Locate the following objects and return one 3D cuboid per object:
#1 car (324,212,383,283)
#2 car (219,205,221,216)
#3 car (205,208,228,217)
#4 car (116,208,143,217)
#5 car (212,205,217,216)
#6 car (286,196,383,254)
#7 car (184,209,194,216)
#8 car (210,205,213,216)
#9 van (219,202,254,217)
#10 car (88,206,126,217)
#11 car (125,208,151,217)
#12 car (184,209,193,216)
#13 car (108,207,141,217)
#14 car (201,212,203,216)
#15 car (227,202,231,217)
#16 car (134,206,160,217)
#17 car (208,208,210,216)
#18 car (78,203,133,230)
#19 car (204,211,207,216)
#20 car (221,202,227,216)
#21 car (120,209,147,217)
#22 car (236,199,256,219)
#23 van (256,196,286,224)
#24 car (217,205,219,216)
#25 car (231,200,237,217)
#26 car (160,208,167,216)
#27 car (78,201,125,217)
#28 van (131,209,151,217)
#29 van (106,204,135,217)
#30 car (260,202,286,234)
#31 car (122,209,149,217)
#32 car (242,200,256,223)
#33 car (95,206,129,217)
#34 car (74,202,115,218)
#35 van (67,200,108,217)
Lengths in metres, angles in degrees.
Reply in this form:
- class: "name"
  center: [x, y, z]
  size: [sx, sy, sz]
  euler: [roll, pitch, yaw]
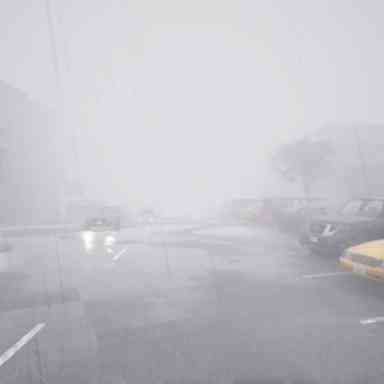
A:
- class: "car"
  center: [6.232, 1.423, 8.311]
  size: [5.366, 1.575, 1.946]
  euler: [1, 0, -20]
- class: "car"
  center: [6.181, 2.312, 40.565]
  size: [4.674, 1.452, 2.002]
  euler: [2, -4, -21]
- class: "car"
  center: [5.568, 4.722, 75.687]
  size: [4.553, 1.767, 2.185]
  euler: [3, -6, -21]
- class: "car"
  center: [-11.955, 3.946, 63.644]
  size: [4.792, 1.488, 2.163]
  euler: [1, -5, -21]
- class: "car"
  center: [6.070, 2.836, 49.358]
  size: [5.008, 1.535, 2.097]
  euler: [2, -4, -21]
- class: "car"
  center: [6.375, 1.160, 11.301]
  size: [5.566, 2.045, 2.435]
  euler: [1, 0, -20]
- class: "car"
  center: [-0.600, 4.074, 64.535]
  size: [1.895, 1.301, 4.718]
  euler: [0, -4, -1]
- class: "car"
  center: [5.947, 3.114, 55.213]
  size: [4.553, 1.767, 2.185]
  euler: [2, -5, -21]
- class: "van"
  center: [6.214, 2.421, 46.487]
  size: [4.442, 1.987, 1.878]
  euler: [2, -4, -21]
- class: "car"
  center: [-11.729, 2.661, 45.708]
  size: [4.792, 1.488, 2.163]
  euler: [1, -4, -21]
- class: "car"
  center: [-12.245, 4.644, 75.567]
  size: [5.566, 2.045, 2.435]
  euler: [1, -5, -21]
- class: "car"
  center: [-0.797, 4.644, 74.547]
  size: [2.128, 1.511, 4.902]
  euler: [0, -5, -1]
- class: "car"
  center: [-11.707, 3.463, 57.736]
  size: [5.366, 1.575, 1.946]
  euler: [1, -5, -21]
- class: "car"
  center: [5.439, 5.234, 81.529]
  size: [4.553, 1.767, 2.185]
  euler: [3, -6, -21]
- class: "car"
  center: [6.277, 1.804, 31.796]
  size: [5.008, 1.535, 2.097]
  euler: [2, -3, -21]
- class: "car"
  center: [-5.331, 2.346, 40.209]
  size: [1.994, 1.385, 4.181]
  euler: [0, -4, -1]
- class: "car"
  center: [5.923, 3.454, 58.135]
  size: [4.892, 1.521, 2.231]
  euler: [2, -5, -21]
- class: "car"
  center: [-5.168, 1.549, 20.486]
  size: [1.994, 1.385, 4.181]
  euler: [0, -1, 0]
- class: "car"
  center: [5.857, 3.646, 64.022]
  size: [5.566, 2.045, 2.435]
  euler: [3, -5, -21]
- class: "car"
  center: [6.183, 2.127, 37.637]
  size: [4.792, 1.488, 2.163]
  euler: [2, -4, -21]
- class: "car"
  center: [-12.267, 4.387, 69.529]
  size: [5.366, 1.575, 1.946]
  euler: [1, -5, -21]
- class: "car"
  center: [6.490, 1.593, 26.019]
  size: [5.366, 1.575, 1.946]
  euler: [1, -2, -20]
- class: "van"
  center: [6.467, 1.236, 20.147]
  size: [4.442, 1.987, 1.878]
  euler: [1, -2, -20]
- class: "car"
  center: [6.145, 2.494, 43.498]
  size: [4.674, 1.452, 2.002]
  euler: [2, -4, -21]
- class: "car"
  center: [6.301, 1.689, 28.871]
  size: [4.892, 1.521, 2.231]
  euler: [2, -2, -20]
- class: "car"
  center: [-5.538, 3.486, 58.352]
  size: [1.882, 1.535, 5.008]
  euler: [0, -4, 0]
- class: "car"
  center: [-11.647, 2.191, 42.770]
  size: [5.566, 2.045, 2.435]
  euler: [1, -4, -21]
- class: "van"
  center: [-12.460, 5.195, 81.496]
  size: [4.442, 1.987, 1.878]
  euler: [1, -5, -21]
- class: "van"
  center: [-11.727, 3.021, 54.743]
  size: [4.442, 1.987, 1.878]
  euler: [1, -5, -21]
- class: "car"
  center: [6.363, 1.423, 17.180]
  size: [4.892, 1.521, 2.231]
  euler: [1, -1, -20]
- class: "car"
  center: [-12.329, 4.634, 72.511]
  size: [5.366, 1.575, 1.946]
  euler: [1, -5, -21]
- class: "car"
  center: [6.346, 1.517, 23.025]
  size: [4.892, 1.521, 2.231]
  euler: [1, -1, -20]
- class: "car"
  center: [-11.738, 2.870, 48.706]
  size: [4.674, 1.452, 2.002]
  euler: [1, -4, -21]
- class: "car"
  center: [-11.661, 2.128, 39.747]
  size: [4.553, 1.767, 2.185]
  euler: [0, -4, -21]
- class: "van"
  center: [-11.485, 1.854, 36.817]
  size: [4.442, 1.987, 1.878]
  euler: [1, -3, -21]
